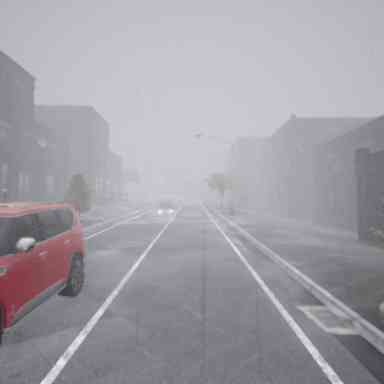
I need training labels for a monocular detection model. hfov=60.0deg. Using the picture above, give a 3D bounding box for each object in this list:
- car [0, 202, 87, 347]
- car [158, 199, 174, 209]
[{"bbox_3d":[-3.549,1.235,5.701,2.150,2.045,5.566,0,0,0],"label":"car"},{"bbox_3d":[-3.619,1.688,46.452,1.895,1.301,4.718,0,0,0],"label":"car"}]
